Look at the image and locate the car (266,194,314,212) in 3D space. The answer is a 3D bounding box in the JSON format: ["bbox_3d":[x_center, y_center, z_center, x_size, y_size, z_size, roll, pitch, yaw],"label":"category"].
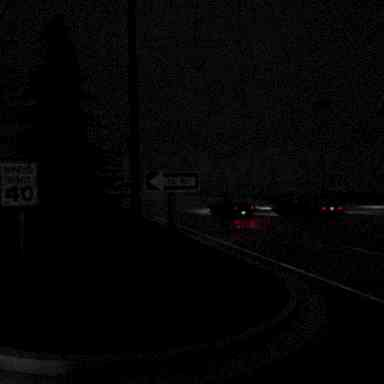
[{"bbox_3d":[8.650,0.885,29.711,1.994,1.385,4.181,-1,1,-19],"label":"car"}]

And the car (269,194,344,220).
[{"bbox_3d":[7.513,1.019,22.157,2.033,1.411,5.357,-1,1,-19],"label":"car"}]

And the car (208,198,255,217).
[{"bbox_3d":[2.833,1.112,25.071,1.895,1.301,4.718,-1,1,-19],"label":"car"}]
